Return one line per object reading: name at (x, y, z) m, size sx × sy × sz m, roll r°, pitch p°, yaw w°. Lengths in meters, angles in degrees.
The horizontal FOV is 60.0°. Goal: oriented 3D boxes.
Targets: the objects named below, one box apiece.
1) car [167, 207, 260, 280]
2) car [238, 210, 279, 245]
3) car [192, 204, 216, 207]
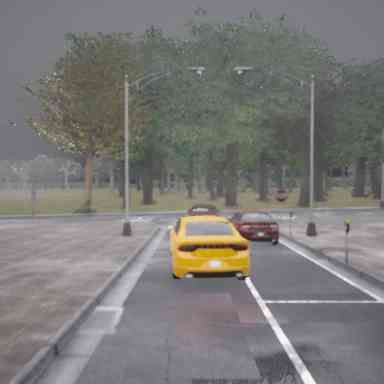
car at (0.321, 1.434, 9.863) m, size 1.882 × 1.535 × 5.008 m, roll 0°, pitch 0°, yaw -5°
car at (2.639, 1.479, 14.986) m, size 1.887 × 1.381 × 4.507 m, roll -1°, pitch 0°, yaw 0°
car at (0.745, 1.426, 20.291) m, size 1.812 × 1.442 × 4.674 m, roll 0°, pitch 0°, yaw 10°
